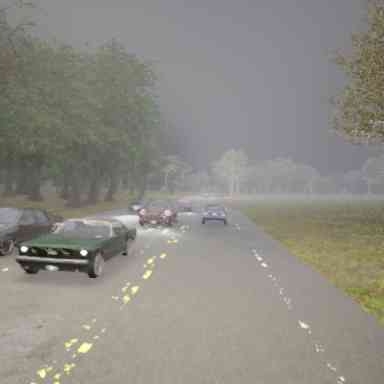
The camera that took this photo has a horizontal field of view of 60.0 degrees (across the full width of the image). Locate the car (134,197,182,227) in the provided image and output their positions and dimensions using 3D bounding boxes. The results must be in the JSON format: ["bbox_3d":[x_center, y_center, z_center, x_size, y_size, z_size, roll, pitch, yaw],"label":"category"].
[{"bbox_3d":[-2.155,1.270,22.535,2.097,1.767,4.553,3,0,4],"label":"car"}]

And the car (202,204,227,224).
[{"bbox_3d":[1.754,1.652,26.084,2.033,1.411,5.357,3,0,4],"label":"car"}]

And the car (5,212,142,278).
[{"bbox_3d":[-3.072,1.463,9.886,1.895,1.301,4.718,3,0,4],"label":"car"}]

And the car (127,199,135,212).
[{"bbox_3d":[-4.916,1.293,32.679,2.128,1.511,4.902,3,0,5],"label":"car"}]

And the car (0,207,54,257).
[{"bbox_3d":[-6.425,1.256,11.957,2.033,1.411,5.357,3,0,4],"label":"car"}]

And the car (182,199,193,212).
[{"bbox_3d":[-0.911,1.513,38.969,1.812,1.442,4.674,3,0,4],"label":"car"}]
